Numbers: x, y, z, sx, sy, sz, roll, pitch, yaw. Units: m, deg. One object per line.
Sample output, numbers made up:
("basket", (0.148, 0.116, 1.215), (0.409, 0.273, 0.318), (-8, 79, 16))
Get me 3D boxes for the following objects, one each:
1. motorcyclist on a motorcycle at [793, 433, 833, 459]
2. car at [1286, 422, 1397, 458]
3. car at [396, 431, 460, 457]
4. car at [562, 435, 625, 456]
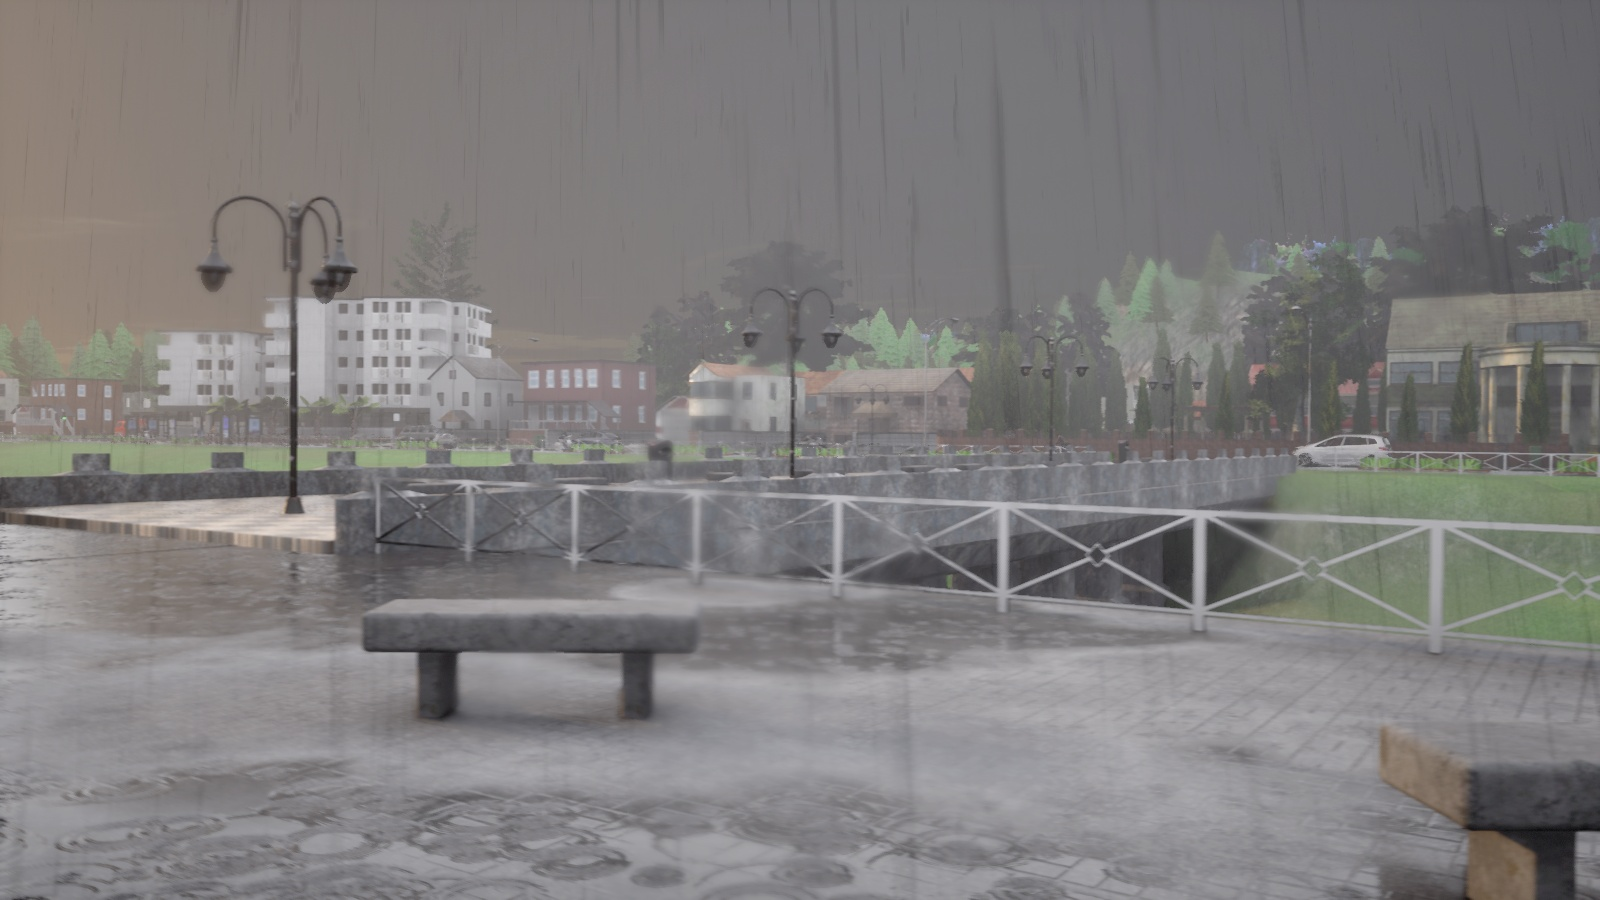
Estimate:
("motorcyclist on a motorcycle", (0.734, -0.236, 72.981), (2.191, 1.530, 0.866), (0, 1, 34))
("car", (26.203, -0.492, 60.851), (4.611, 1.667, 2.242), (0, 1, 34))
("car", (-27.104, -0.455, 91.480), (4.605, 1.855, 1.932), (0, 1, 34))
("car", (-14.462, -0.323, 87.884), (4.193, 1.474, 1.816), (0, 1, 34))
